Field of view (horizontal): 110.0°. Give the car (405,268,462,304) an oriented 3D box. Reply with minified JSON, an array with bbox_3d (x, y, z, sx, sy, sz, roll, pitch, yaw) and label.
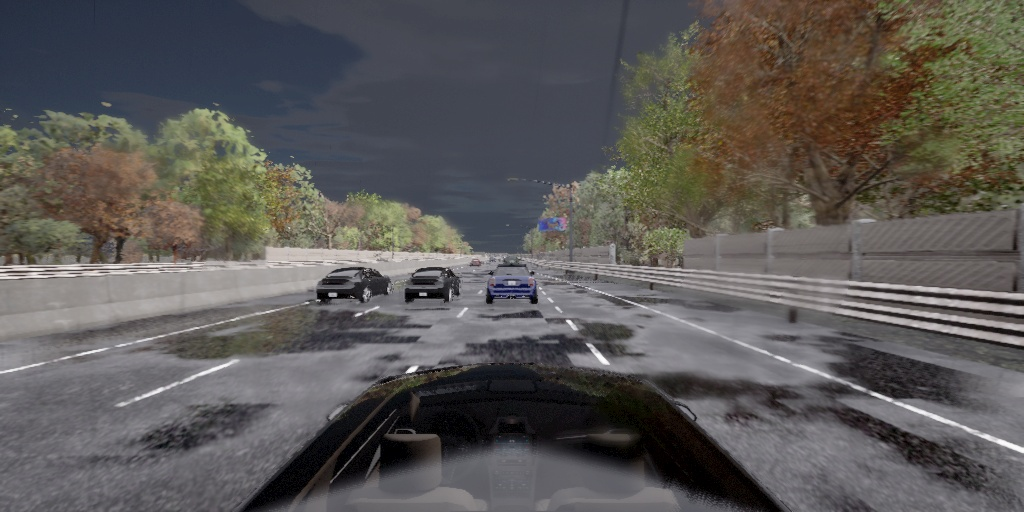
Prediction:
[{"bbox_3d":[-3.502,1.265,16.548,1.837,1.490,4.892,0,0,0],"label":"car"}]

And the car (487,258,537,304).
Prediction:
[{"bbox_3d":[-0.003,1.110,16.619,2.097,1.767,4.553,0,0,0],"label":"car"}]

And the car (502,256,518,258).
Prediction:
[{"bbox_3d":[-0.008,1.001,52.225,2.150,2.045,5.566,0,0,0],"label":"car"}]

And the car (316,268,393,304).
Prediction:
[{"bbox_3d":[-7.003,1.265,16.428,1.837,1.490,4.892,0,0,0],"label":"car"}]
